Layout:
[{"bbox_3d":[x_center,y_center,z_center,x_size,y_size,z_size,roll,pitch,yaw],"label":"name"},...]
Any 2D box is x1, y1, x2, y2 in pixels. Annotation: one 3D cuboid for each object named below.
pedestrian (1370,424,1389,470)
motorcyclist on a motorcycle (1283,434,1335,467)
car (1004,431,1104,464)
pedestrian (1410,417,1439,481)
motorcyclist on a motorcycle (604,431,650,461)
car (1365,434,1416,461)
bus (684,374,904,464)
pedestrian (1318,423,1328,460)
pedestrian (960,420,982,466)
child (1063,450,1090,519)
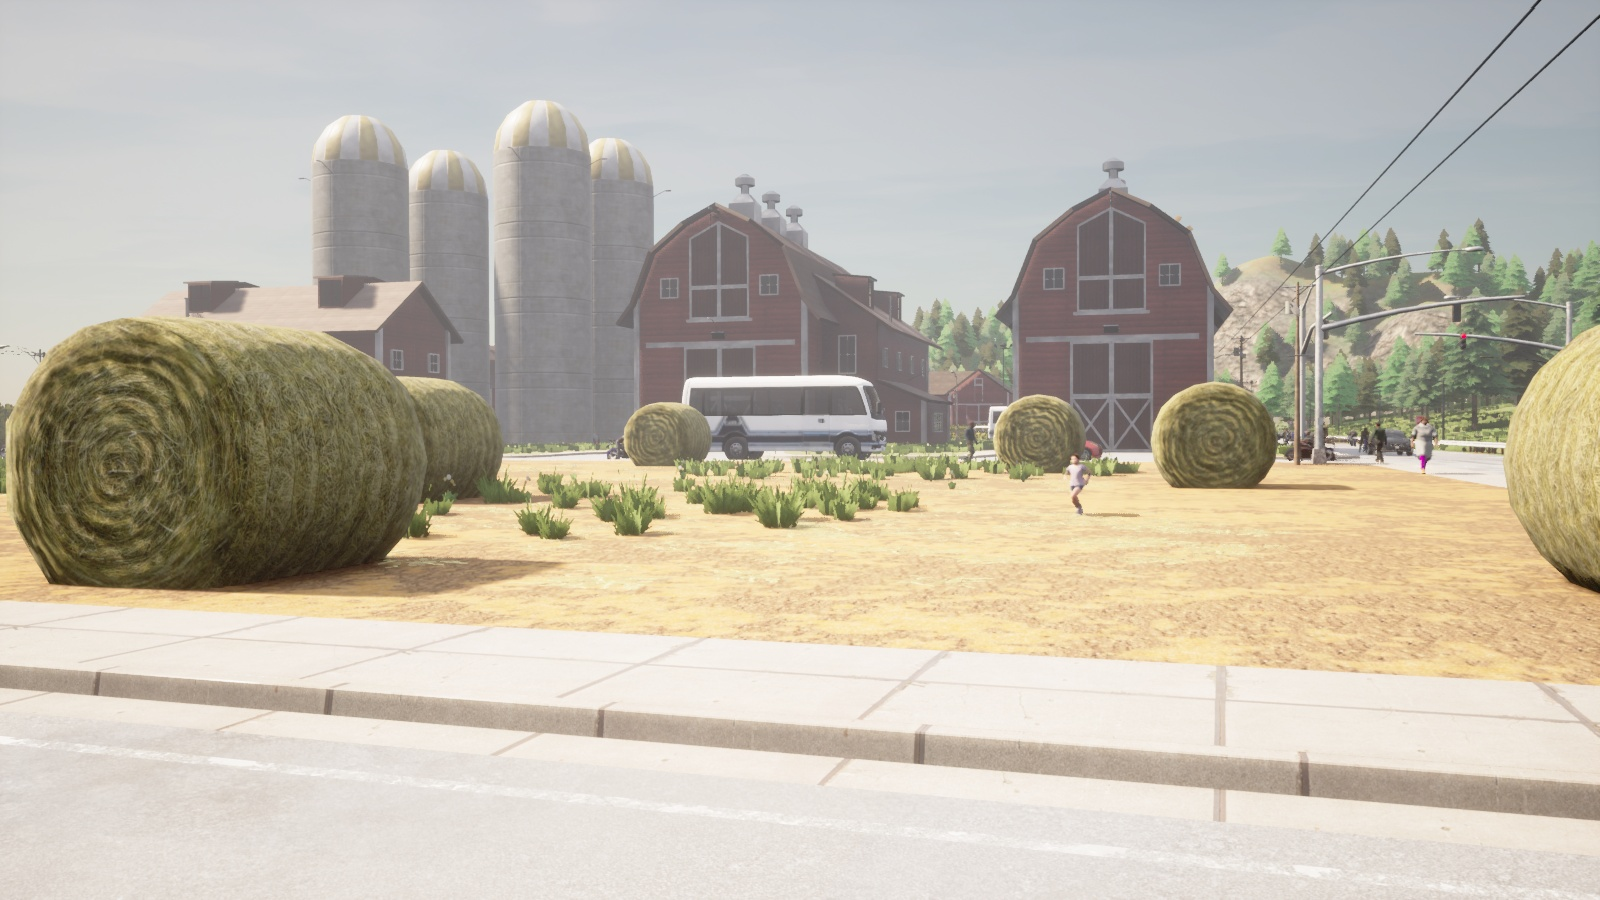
[{"bbox_3d":[24.510,-0.123,53.110,0.423,1.949,0.788,0,1,-2],"label":"pedestrian"},{"bbox_3d":[24.144,0.005,59.644,2.191,1.530,0.866,0,1,15],"label":"motorcyclist on a motorcycle"},{"bbox_3d":[11.986,-0.126,59.228,4.514,1.525,2.007,0,1,15],"label":"car"},{"bbox_3d":[19.272,-0.042,38.772,0.659,1.952,0.873,1,1,18],"label":"pedestrian"},{"bbox_3d":[-8.915,-0.212,64.734,2.191,1.530,0.866,1,1,15],"label":"motorcyclist on a motorcycle"},{"bbox_3d":[33.967,-0.165,72.361,1.837,1.490,4.892,0,1,16],"label":"car"},{"bbox_3d":[-0.240,-1.542,62.431,10.273,4.253,3.944,0,1,15],"label":"bus"},{"bbox_3d":[26.879,-0.443,64.555,0.396,1.930,0.692,1,1,26],"label":"pedestrian"},{"bbox_3d":[6.746,-0.282,49.544,0.726,1.835,0.370,1,1,38],"label":"pedestrian"},{"bbox_3d":[4.529,0.554,20.570,0.255,1.110,0.394,1,1,41],"label":"child"}]
